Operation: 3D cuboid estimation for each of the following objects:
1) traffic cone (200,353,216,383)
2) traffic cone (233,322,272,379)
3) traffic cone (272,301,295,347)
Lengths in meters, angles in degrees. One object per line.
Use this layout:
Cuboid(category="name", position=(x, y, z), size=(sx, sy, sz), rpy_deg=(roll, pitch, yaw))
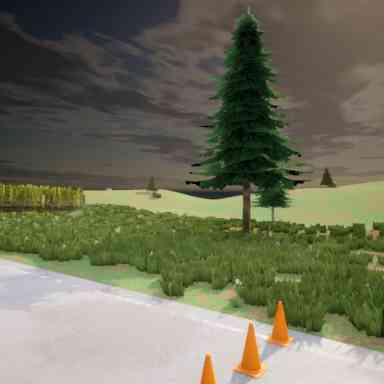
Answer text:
Cuboid(category="traffic cone", position=(0.167, 1.955, 3.415), size=(0.340, 0.580, 0.340), rpy_deg=(0, 0, 36))
Cuboid(category="traffic cone", position=(0.751, 1.955, 4.226), size=(0.340, 0.580, 0.340), rpy_deg=(0, 0, 36))
Cuboid(category="traffic cone", position=(1.336, 1.955, 5.038), size=(0.340, 0.580, 0.340), rpy_deg=(0, 0, 36))
